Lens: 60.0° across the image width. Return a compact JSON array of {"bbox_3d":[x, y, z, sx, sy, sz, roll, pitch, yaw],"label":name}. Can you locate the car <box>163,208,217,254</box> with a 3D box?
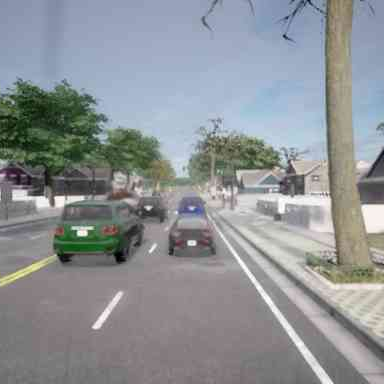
[{"bbox_3d":[0.019,1.623,13.885,1.812,1.442,4.674,0,0,0],"label":"car"}]

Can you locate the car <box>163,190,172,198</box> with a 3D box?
[{"bbox_3d":[-6.513,0.587,90.581,2.150,2.045,5.566,0,1,0],"label":"car"}]

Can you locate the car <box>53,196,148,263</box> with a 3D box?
[{"bbox_3d":[-3.244,1.316,12.558,2.150,2.045,5.566,0,0,0],"label":"car"}]

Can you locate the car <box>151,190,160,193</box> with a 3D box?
[{"bbox_3d":[-9.763,0.587,90.581,2.150,2.045,5.566,0,1,0],"label":"car"}]

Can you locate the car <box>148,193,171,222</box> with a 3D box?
[{"bbox_3d":[-3.247,1.346,27.552,2.150,2.045,5.566,0,0,0],"label":"car"}]

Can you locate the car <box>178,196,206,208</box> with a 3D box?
[{"bbox_3d":[0.003,1.345,27.562,2.150,2.045,5.566,0,0,0],"label":"car"}]

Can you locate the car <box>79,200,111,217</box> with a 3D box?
[{"bbox_3d":[-9.772,1.615,33.855,1.837,1.490,4.892,0,0,0],"label":"car"}]

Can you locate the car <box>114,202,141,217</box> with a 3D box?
[{"bbox_3d":[-6.518,1.707,34.086,1.895,1.301,4.718,0,0,0],"label":"car"}]
